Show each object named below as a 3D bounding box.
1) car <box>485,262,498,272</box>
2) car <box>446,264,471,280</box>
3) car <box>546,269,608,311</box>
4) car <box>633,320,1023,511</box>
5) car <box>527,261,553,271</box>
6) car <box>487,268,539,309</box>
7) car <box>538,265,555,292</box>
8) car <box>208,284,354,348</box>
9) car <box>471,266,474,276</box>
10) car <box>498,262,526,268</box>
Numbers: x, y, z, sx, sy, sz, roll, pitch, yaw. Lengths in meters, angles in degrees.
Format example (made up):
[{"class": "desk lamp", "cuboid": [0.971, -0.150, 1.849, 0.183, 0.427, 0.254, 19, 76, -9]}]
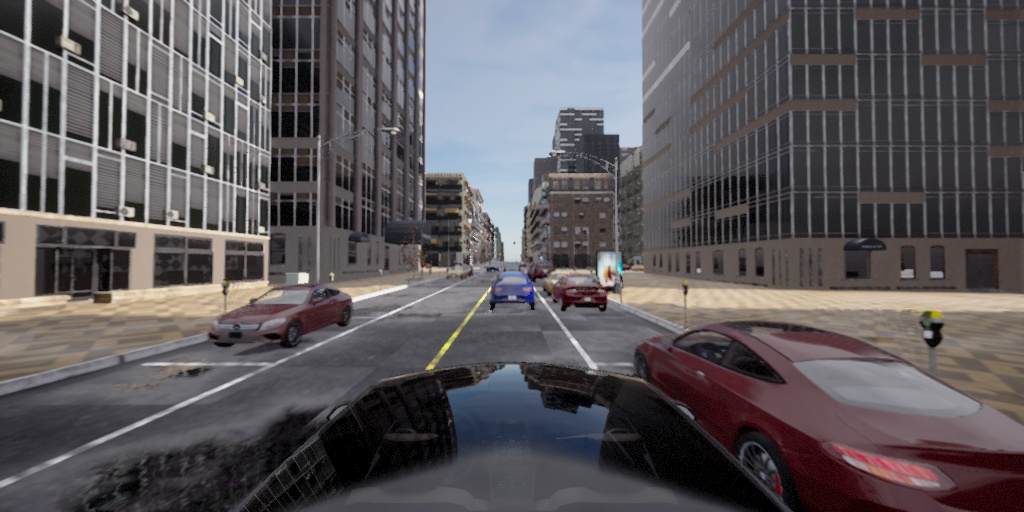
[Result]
[{"class": "car", "cuboid": [-2.993, 1.680, 57.501, 2.097, 1.767, 4.553, 0, 0, 0]}, {"class": "car", "cuboid": [-5.671, 1.644, 37.083, 1.751, 1.417, 4.829, 0, 0, 0]}, {"class": "car", "cuboid": [2.699, 1.433, 15.012, 1.888, 1.381, 4.507, 0, 0, 0]}, {"class": "car", "cuboid": [2.693, 1.355, 3.893, 1.802, 1.307, 4.207, 0, 0, 0]}, {"class": "car", "cuboid": [2.707, 1.375, 31.688, 2.192, 1.841, 5.009, 0, 0, 0]}, {"class": "car", "cuboid": [0.034, 1.421, 15.749, 1.812, 1.442, 4.674, 0, 0, 1]}, {"class": "car", "cuboid": [2.702, 1.471, 20.740, 1.751, 1.417, 4.829, 0, 0, 0]}, {"class": "car", "cuboid": [-5.685, 1.413, 9.456, 1.802, 1.307, 4.207, 0, 0, 0]}, {"class": "car", "cuboid": [-5.668, 1.617, 42.812, 1.967, 1.591, 4.097, 0, 0, 0]}, {"class": "car", "cuboid": [0.036, 1.554, 30.350, 1.837, 1.490, 4.892, 0, 0, 1]}]
